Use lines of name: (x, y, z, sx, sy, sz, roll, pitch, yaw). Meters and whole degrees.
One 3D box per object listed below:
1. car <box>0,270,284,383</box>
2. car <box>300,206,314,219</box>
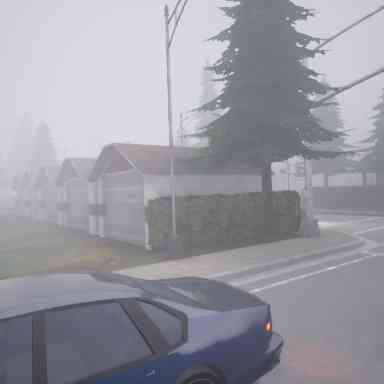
car: (-1.575, 1.536, 2.846, 5.357, 1.411, 2.033, -2, 1, -34)
car: (5.885, 1.263, 22.131, 1.994, 1.385, 4.181, -2, 1, -35)
